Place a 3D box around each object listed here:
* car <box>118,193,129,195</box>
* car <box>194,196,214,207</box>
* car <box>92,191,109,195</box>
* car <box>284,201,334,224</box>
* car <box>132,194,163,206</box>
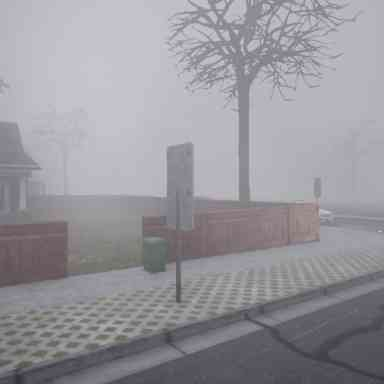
[{"bbox_3d":[-10.849,0.815,52.370,1.994,1.385,4.181,0,1,-34],"label":"car"},{"bbox_3d":[1.064,1.124,30.882,1.882,1.535,5.008,0,1,-36],"label":"car"},{"bbox_3d":[-16.732,0.593,60.521,1.837,1.490,4.892,0,1,-36],"label":"car"},{"bbox_3d":[7.164,1.334,22.442,1.812,1.442,4.674,0,1,-36],"label":"car"},{"bbox_3d":[-4.962,1.012,39.230,1.812,1.442,4.674,0,1,-36],"label":"car"}]
